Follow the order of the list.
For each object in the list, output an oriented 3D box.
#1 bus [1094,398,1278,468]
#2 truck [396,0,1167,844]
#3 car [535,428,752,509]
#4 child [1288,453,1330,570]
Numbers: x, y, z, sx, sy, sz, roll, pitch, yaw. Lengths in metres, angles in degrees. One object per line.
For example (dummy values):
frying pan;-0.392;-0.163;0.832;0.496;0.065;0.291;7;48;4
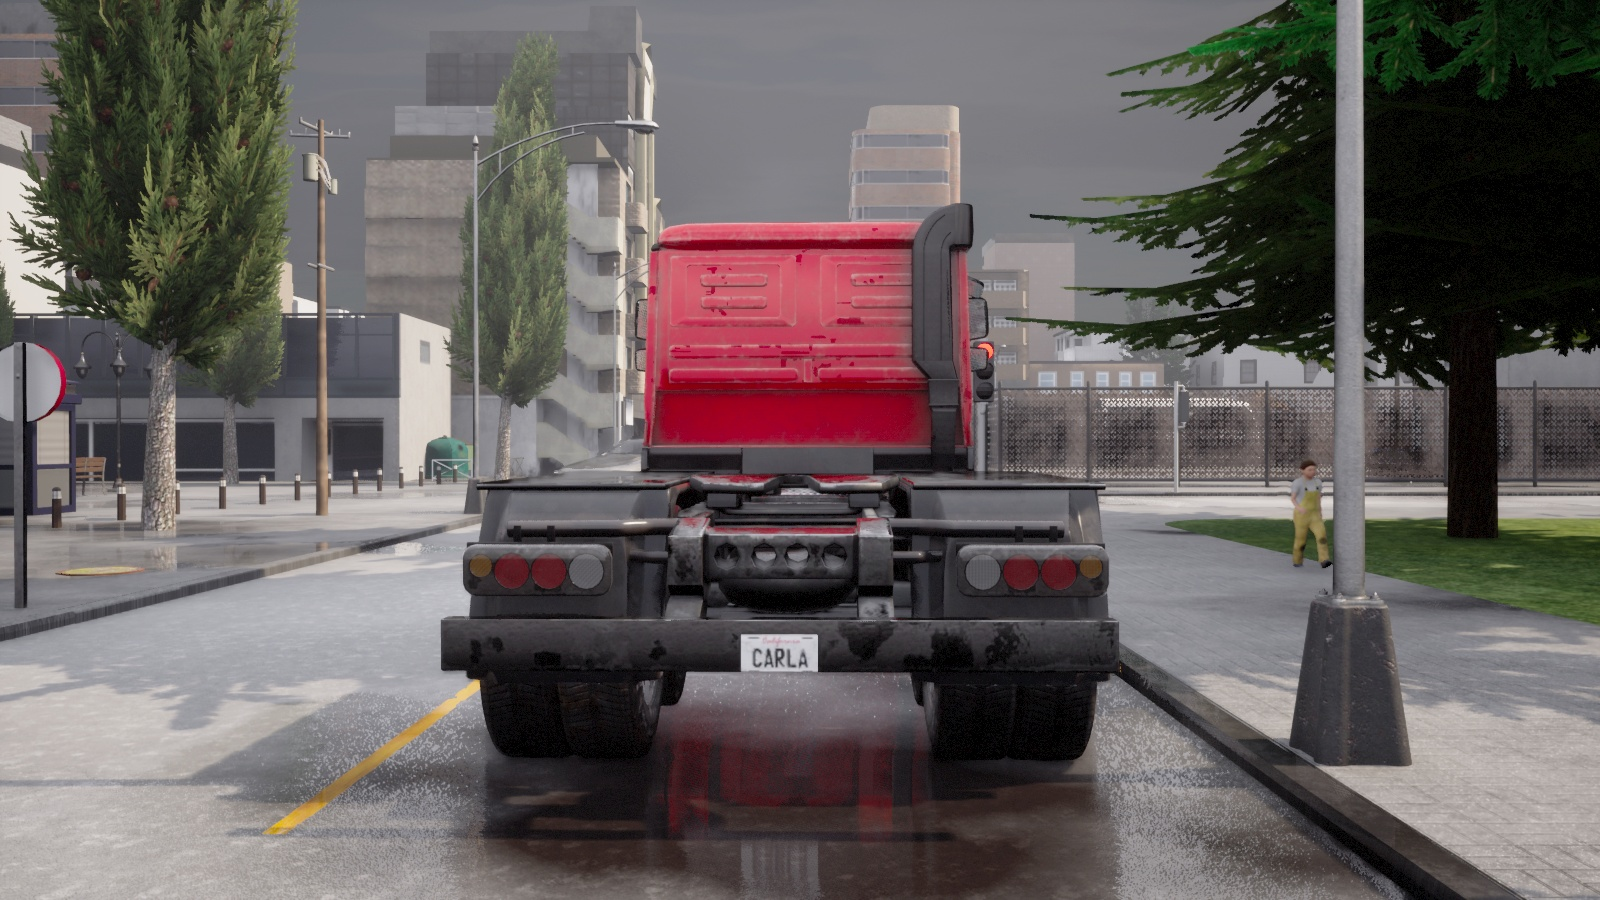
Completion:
bus;23.857;-1.052;78.208;10.273;4.253;3.944;0;0;2
truck;0.020;-0.284;8.679;2.891;3.462;7.936;0;0;1
car;-3.361;0.364;28.083;2.152;1.651;5.027;0;0;31
child;5.596;0.663;13.816;0.270;1.263;0.437;0;0;-3
